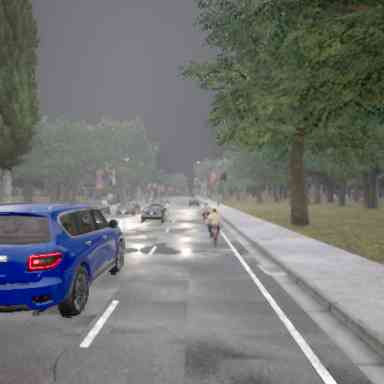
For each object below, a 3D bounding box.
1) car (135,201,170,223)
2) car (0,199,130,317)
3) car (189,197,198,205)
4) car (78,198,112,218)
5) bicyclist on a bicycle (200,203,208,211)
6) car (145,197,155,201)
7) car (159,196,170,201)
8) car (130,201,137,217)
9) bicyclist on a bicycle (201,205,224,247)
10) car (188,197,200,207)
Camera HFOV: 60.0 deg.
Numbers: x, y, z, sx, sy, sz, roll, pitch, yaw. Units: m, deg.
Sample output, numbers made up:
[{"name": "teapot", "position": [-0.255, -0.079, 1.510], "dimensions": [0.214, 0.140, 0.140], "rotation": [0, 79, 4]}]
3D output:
[{"name": "car", "position": [-3.026, 1.704, 27.493], "dimensions": [2.033, 1.411, 5.357], "rotation": [0, 0, 0]}, {"name": "car", "position": [-3.111, 1.268, 7.719], "dimensions": [2.150, 2.045, 5.566], "rotation": [0, 0, 0]}, {"name": "car", "position": [0.324, 1.945, 73.894], "dimensions": [2.128, 1.511, 4.902], "rotation": [0, 0, 0]}, {"name": "car", "position": [-9.695, 1.549, 33.722], "dimensions": [2.097, 1.767, 4.553], "rotation": [0, 0, 0]}, {"name": "bicyclist on a bicycle", "position": [1.022, 1.571, 24.039], "dimensions": [0.866, 1.612, 1.509], "rotation": [0, 0, 0]}, {"name": "car", "position": [-9.423, 1.951, 74.790], "dimensions": [1.812, 1.442, 4.674], "rotation": [0, 0, 0]}, {"name": "car", "position": [-6.171, 1.781, 75.223], "dimensions": [2.097, 1.767, 4.553], "rotation": [0, 0, 0]}, {"name": "car", "position": [-6.446, 1.686, 33.734], "dimensions": [2.128, 1.511, 4.902], "rotation": [0, 0, 0]}, {"name": "bicyclist on a bicycle", "position": [0.982, 1.518, 14.587], "dimensions": [0.866, 1.612, 1.509], "rotation": [0, 0, 0]}, {"name": "car", "position": [0.361, 1.835, 59.179], "dimensions": [1.837, 1.490, 4.892], "rotation": [0, -1, 0]}]
